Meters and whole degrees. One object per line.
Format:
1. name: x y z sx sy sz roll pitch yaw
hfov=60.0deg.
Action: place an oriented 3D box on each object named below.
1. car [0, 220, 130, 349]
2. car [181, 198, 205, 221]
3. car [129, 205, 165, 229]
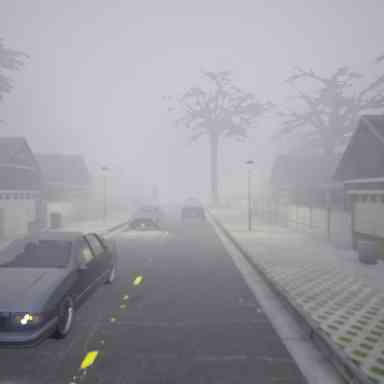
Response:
1. car: -2.850 1.558 6.853 2.033 1.411 5.357 0 0 0
2. car: 0.076 1.522 27.851 1.882 1.535 5.008 0 0 0
3. car: -2.866 1.582 22.308 2.033 1.411 5.357 0 0 1
